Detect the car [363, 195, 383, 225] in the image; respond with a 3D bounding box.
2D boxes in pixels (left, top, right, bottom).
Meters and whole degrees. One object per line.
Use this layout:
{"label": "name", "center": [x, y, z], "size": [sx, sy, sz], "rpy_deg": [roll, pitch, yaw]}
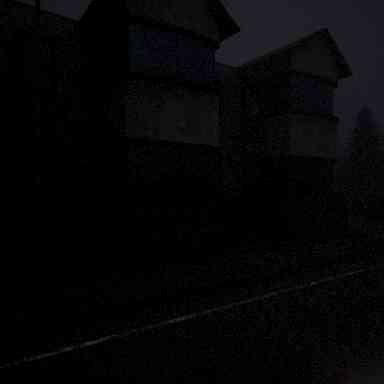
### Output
{"label": "car", "center": [14.226, 1.223, 21.749], "size": [2.150, 2.045, 5.566], "rpy_deg": [0, 0, -33]}
